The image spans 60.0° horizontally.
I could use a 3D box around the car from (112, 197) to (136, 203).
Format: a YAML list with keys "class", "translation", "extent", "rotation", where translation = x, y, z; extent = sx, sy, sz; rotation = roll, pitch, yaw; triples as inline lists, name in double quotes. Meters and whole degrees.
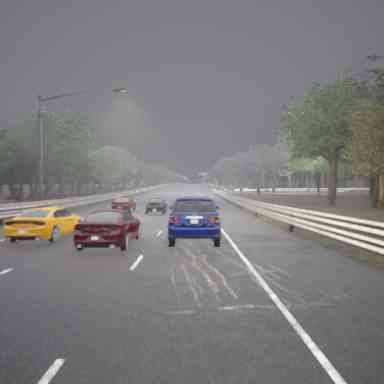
- class: "car"
  translation: [-6.907, 1.251, 34.078]
  extent: [1.882, 1.535, 5.008]
  rotation: [0, 1, 0]

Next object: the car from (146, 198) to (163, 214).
- class: "car"
  translation: [-3.403, 1.311, 32.630]
  extent: [1.837, 1.490, 4.892]
  rotation: [0, 1, 0]

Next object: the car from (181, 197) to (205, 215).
- class: "car"
  translation: [0.095, 1.299, 32.526]
  extent: [2.128, 1.511, 4.902]
  rotation: [0, 1, 0]

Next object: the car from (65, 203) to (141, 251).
- class: "car"
  translation: [-3.402, 1.465, 14.128]
  extent: [1.882, 1.535, 5.008]
  rotation: [0, 0, 0]

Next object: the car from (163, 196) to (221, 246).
- class: "car"
  translation: [0.108, 1.207, 15.316]
  extent: [2.150, 2.045, 5.566]
  rotation: [0, 0, 0]

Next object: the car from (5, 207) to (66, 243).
- class: "car"
  translation: [-6.902, 1.461, 15.988]
  extent: [1.882, 1.535, 5.008]
  rotation: [0, 0, 0]
